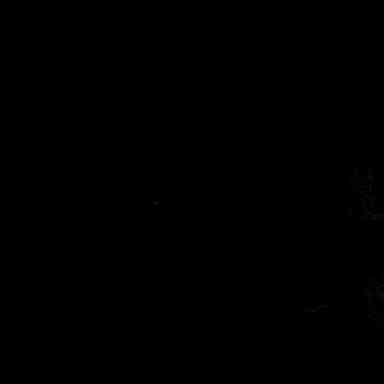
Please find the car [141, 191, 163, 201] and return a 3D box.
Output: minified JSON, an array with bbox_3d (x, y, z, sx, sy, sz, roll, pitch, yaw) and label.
[{"bbox_3d":[-6.589,0.629,55.021,1.882,1.535,5.008,-2,2,-36],"label":"car"}]
